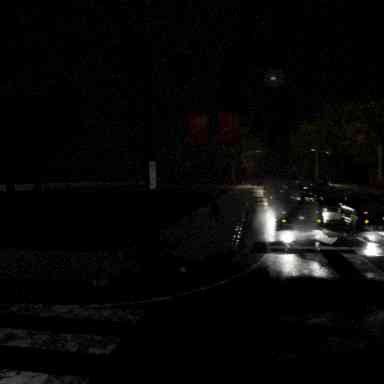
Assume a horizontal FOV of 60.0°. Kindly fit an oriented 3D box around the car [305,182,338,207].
[{"bbox_3d":[9.765,0.293,24.083,1.882,1.535,5.008,-1,2,10],"label":"car"}]

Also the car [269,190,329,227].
[{"bbox_3d":[4.974,0.821,16.020,1.994,1.385,4.181,-1,2,10],"label":"car"}]

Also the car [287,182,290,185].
[{"bbox_3d":[13.472,-0.617,44.018,2.128,1.511,4.902,-1,3,11],"label":"car"}]

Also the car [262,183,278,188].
[{"bbox_3d":[8.663,-0.191,35.983,1.882,1.535,5.008,-1,2,11],"label":"car"}]

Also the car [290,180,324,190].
[{"bbox_3d":[11.529,-0.136,33.674,2.128,1.511,4.902,-1,2,11],"label":"car"}]

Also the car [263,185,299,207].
[{"bbox_3d":[6.757,0.410,25.683,1.895,1.301,4.718,-1,2,11],"label":"car"}]

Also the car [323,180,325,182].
[{"bbox_3d":[23.265,-1.486,60.519,1.812,1.442,4.674,-1,2,10],"label":"car"}]

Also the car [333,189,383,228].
[{"bbox_3d":[8.147,0.787,15.278,1.994,1.385,4.181,-1,2,11],"label":"car"}]
